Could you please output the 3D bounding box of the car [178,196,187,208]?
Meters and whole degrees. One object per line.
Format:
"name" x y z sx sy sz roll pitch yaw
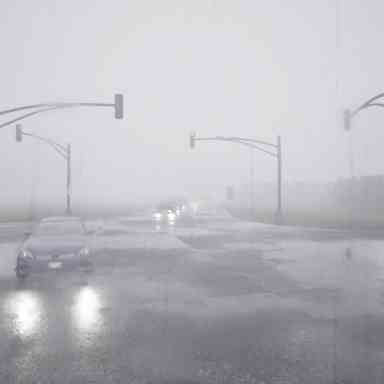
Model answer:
"car" -2.358 1.486 47.560 2.128 1.511 4.902 0 0 3

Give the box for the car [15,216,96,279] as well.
"car" -4.045 1.528 10.362 1.812 1.442 4.674 1 0 -18

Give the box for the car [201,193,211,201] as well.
"car" 3.362 1.191 79.079 2.150 2.045 5.566 0 0 5

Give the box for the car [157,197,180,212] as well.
"car" -2.812 1.600 38.245 1.895 1.301 4.718 0 0 3
